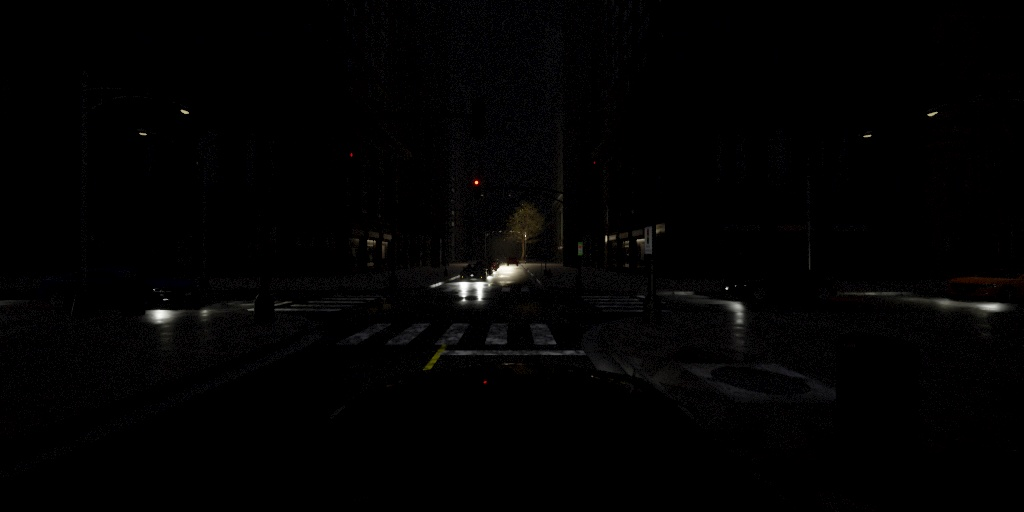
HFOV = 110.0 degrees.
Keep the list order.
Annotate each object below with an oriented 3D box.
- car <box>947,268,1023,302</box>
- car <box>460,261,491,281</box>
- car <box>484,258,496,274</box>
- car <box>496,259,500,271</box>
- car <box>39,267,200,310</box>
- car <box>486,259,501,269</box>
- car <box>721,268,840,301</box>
[{"bbox_3d":[23.814,1.303,16.970,5.008,1.535,1.882,0,0,0],"label":"car"},{"bbox_3d":[-3.082,1.314,29.584,1.994,1.385,4.181,0,0,0],"label":"car"},{"bbox_3d":[-3.077,1.232,38.654,1.882,1.535,5.008,0,0,0],"label":"car"},{"bbox_3d":[-3.060,1.116,48.300,2.097,1.767,4.553,0,0,0],"label":"car"},{"bbox_3d":[-14.903,1.177,13.799,5.008,1.535,1.882,0,0,2],"label":"car"},{"bbox_3d":[-3.008,1.268,58.980,2.128,1.511,4.902,0,0,0],"label":"car"},{"bbox_3d":[12.595,1.297,16.984,4.892,1.490,1.837,0,0,0],"label":"car"}]
